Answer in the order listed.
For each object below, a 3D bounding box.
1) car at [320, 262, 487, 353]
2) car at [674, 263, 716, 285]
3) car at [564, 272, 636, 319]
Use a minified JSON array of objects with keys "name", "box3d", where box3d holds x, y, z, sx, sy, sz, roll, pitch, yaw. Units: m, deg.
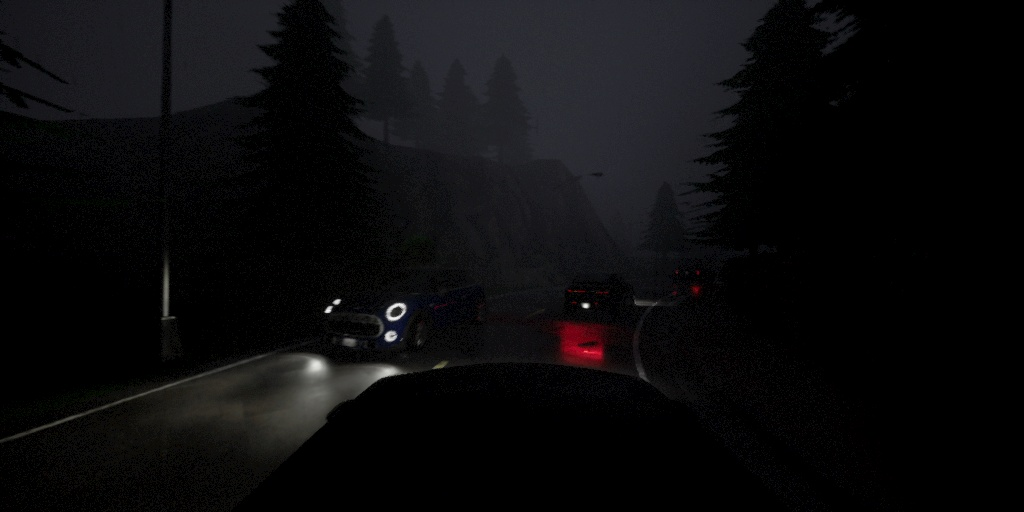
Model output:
[{"name":"car","box3d":[-2.343,1.062,8.938,2.097,1.767,4.553,1,0,20]},{"name":"car","box3d":[15.167,1.357,29.601,2.097,1.767,4.553,1,0,44]},{"name":"car","box3d":[3.366,1.312,13.376,1.837,1.490,4.892,0,0,26]}]
